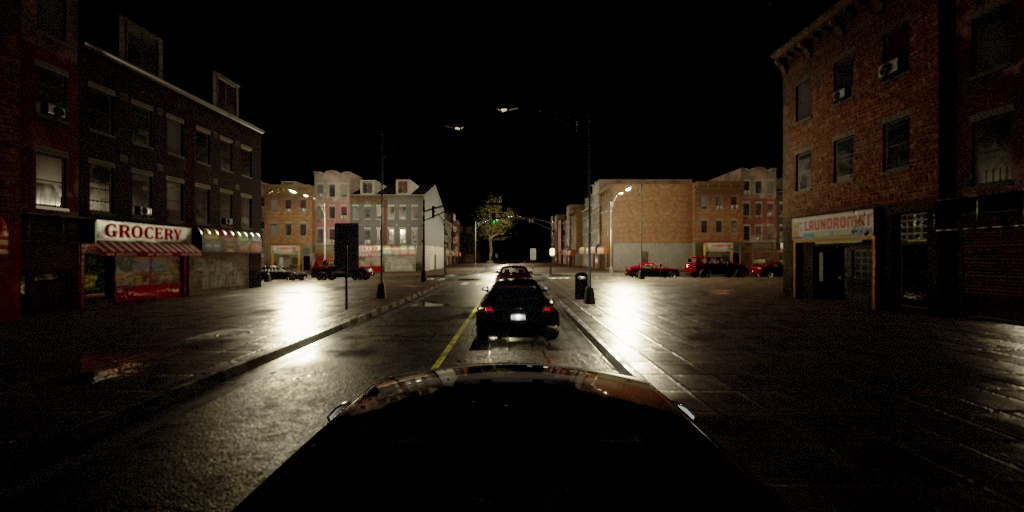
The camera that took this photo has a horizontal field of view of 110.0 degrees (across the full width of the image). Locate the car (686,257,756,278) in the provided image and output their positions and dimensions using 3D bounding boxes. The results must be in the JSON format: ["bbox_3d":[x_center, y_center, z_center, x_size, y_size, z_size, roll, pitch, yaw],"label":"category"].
[{"bbox_3d":[17.396,0.967,30.669,5.009,1.841,2.192,0,0,0],"label":"car"}]

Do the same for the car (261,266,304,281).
[{"bbox_3d":[-19.873,1.491,30.620,4.313,1.339,1.948,0,0,0],"label":"car"}]

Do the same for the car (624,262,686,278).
[{"bbox_3d":[11.962,1.235,30.662,4.507,1.381,1.888,0,0,0],"label":"car"}]

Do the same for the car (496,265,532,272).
[{"bbox_3d":[0.109,1.248,19.753,1.882,1.535,5.008,0,0,0],"label":"car"}]

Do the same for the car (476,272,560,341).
[{"bbox_3d":[0.110,1.321,9.928,1.994,1.385,4.181,0,0,-1],"label":"car"}]

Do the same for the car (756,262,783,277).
[{"bbox_3d":[22.829,1.160,30.676,4.507,1.381,1.888,0,0,0],"label":"car"}]

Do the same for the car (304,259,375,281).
[{"bbox_3d":[-14.447,1.198,30.627,5.009,1.841,2.192,0,0,0],"label":"car"}]
